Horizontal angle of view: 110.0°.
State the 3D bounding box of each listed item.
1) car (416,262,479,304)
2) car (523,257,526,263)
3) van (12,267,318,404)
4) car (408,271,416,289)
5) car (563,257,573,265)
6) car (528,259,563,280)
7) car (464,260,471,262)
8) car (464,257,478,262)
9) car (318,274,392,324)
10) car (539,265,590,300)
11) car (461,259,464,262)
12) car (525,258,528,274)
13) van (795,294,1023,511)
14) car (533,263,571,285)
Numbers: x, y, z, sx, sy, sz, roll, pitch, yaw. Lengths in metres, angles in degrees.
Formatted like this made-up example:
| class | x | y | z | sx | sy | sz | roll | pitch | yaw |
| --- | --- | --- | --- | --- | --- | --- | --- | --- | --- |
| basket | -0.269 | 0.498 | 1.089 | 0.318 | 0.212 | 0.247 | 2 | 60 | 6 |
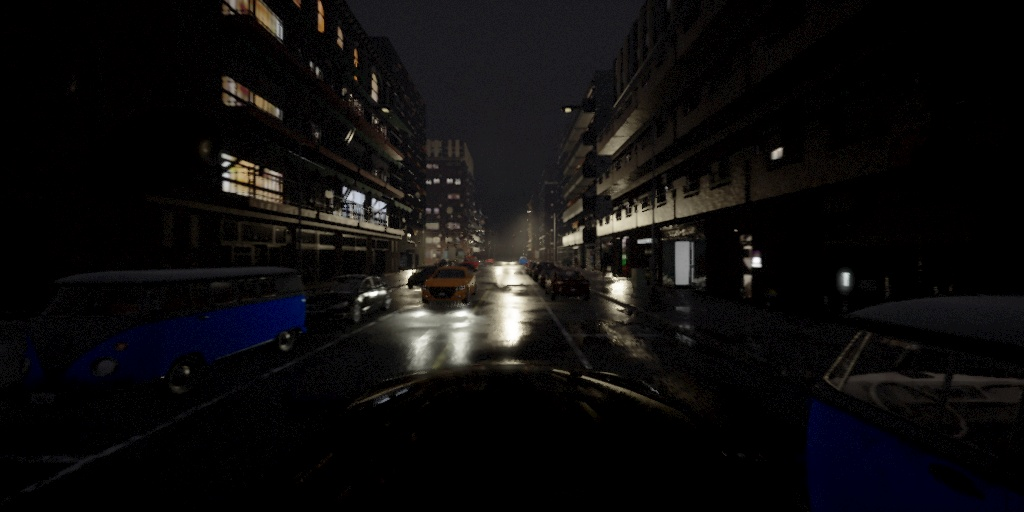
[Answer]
| class | x | y | z | sx | sy | sz | roll | pitch | yaw |
| --- | --- | --- | --- | --- | --- | --- | --- | --- | --- |
| car | -2.749 | 1.230 | 16.615 | 1.882 | 1.535 | 5.008 | 0 | 0 | 0 |
| car | 2.573 | 1.181 | 39.722 | 1.967 | 1.591 | 4.097 | 0 | 0 | 0 |
| van | -5.313 | 1.091 | 6.158 | 1.690 | 1.789 | 3.998 | 0 | 0 | 0 |
| car | -5.310 | 1.313 | 22.941 | 1.948 | 1.339 | 4.313 | 0 | 0 | 0 |
| car | 11.019 | 0.940 | 64.517 | 4.553 | 1.767 | 2.097 | -1 | 0 | -1 |
| car | 2.571 | 1.185 | 28.533 | 1.967 | 1.591 | 4.097 | 0 | 0 | 0 |
| car | -5.308 | 1.326 | 34.129 | 1.802 | 1.307 | 4.207 | 0 | 0 | 0 |
| car | -5.306 | 1.054 | 45.318 | 2.192 | 1.841 | 5.009 | 0 | 0 | 0 |
| car | -5.312 | 1.300 | 11.752 | 2.007 | 1.370 | 4.403 | 0 | 0 | 0 |
| car | 2.569 | 1.293 | 17.345 | 1.888 | 1.381 | 4.507 | 0 | 0 | 0 |
| car | -5.309 | 1.186 | 28.535 | 1.967 | 1.591 | 4.097 | 0 | 0 | 0 |
| car | 2.572 | 1.183 | 34.128 | 1.967 | 1.591 | 4.097 | 0 | 0 | 0 |
| van | 2.566 | 1.091 | 0.562 | 1.690 | 1.789 | 3.998 | 0 | 0 | 0 |
| car | 2.570 | 1.328 | 22.939 | 1.802 | 1.307 | 4.207 | 0 | 0 | 0 |
